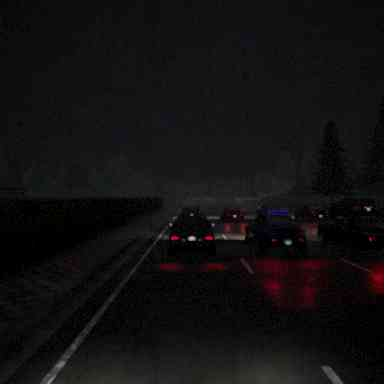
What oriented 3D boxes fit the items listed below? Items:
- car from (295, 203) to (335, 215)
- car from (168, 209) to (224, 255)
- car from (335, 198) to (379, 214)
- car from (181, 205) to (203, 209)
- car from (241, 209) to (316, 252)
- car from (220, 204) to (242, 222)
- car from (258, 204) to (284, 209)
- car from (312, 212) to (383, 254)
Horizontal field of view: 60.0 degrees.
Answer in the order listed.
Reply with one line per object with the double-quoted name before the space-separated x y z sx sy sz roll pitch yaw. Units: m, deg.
"car" 10.492 1.806 29.385 1.812 1.442 4.674 0 0 0
"car" -0.005 1.681 13.990 2.033 1.411 5.357 0 -1 0
"car" 13.989 1.493 29.024 2.150 2.045 5.566 0 0 0
"car" -0.007 1.844 29.291 1.994 1.385 4.181 0 0 0
"car" 3.498 1.663 14.374 1.812 1.442 4.674 0 0 0
"car" 3.492 1.806 29.377 1.812 1.442 4.674 0 0 0
"car" 6.993 1.759 29.469 1.882 1.535 5.008 0 0 0
"car" 6.996 1.736 14.109 1.895 1.301 4.718 0 -1 0
